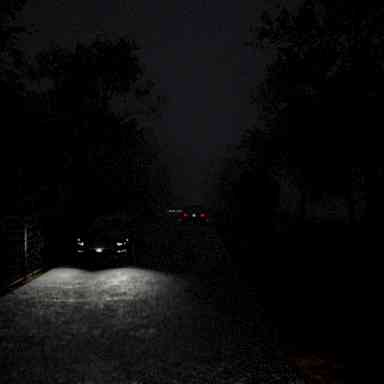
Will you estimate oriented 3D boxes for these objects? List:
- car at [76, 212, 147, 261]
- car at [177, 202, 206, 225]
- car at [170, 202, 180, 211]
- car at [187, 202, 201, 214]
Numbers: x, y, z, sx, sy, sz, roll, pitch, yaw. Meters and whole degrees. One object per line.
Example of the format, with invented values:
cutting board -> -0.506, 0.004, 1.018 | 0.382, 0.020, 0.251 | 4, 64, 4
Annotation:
car -> -2.835, 1.551, 12.609 | 1.837, 1.490, 4.892 | 0, 0, 0
car -> 0.154, 1.729, 25.920 | 2.033, 1.411, 5.357 | 0, -1, 0
car -> -2.578, 2.340, 55.132 | 2.033, 1.411, 5.357 | 0, -2, 1
car -> 0.259, 2.014, 43.041 | 1.812, 1.442, 4.674 | 0, -1, 1
